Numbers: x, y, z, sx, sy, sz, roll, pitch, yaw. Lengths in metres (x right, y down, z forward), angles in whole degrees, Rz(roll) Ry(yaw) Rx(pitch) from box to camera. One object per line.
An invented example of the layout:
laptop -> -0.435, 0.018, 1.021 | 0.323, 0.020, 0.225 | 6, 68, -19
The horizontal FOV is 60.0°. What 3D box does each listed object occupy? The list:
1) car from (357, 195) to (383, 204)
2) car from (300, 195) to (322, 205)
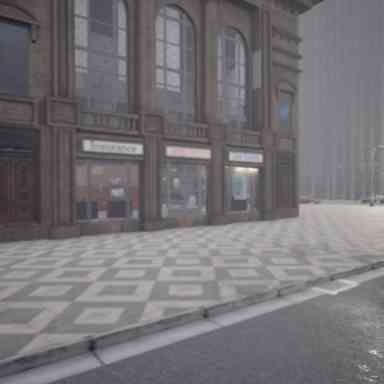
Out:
car -> 27.779, 1.183, 51.319 | 1.947, 1.339, 4.313 | 0, 0, -36
car -> 17.555, 1.221, 50.826 | 1.887, 1.381, 4.507 | 0, 0, -36
